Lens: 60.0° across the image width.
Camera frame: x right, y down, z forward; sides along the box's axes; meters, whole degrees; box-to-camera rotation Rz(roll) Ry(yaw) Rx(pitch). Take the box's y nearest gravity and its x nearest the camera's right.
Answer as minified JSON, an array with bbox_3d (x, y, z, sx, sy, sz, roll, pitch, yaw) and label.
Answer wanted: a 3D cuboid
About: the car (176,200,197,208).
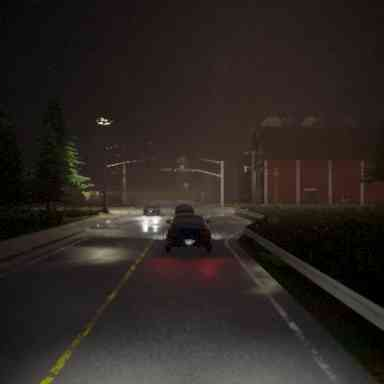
[{"bbox_3d":[-0.690,1.782,29.371,1.837,1.490,4.892,0,0,-2],"label":"car"}]

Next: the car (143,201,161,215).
[{"bbox_3d":[-4.545,1.850,38.223,2.128,1.511,4.902,0,-1,-2],"label":"car"}]

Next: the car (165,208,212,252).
[{"bbox_3d":[-0.156,1.661,14.416,1.812,1.442,4.674,0,0,-1],"label":"car"}]
